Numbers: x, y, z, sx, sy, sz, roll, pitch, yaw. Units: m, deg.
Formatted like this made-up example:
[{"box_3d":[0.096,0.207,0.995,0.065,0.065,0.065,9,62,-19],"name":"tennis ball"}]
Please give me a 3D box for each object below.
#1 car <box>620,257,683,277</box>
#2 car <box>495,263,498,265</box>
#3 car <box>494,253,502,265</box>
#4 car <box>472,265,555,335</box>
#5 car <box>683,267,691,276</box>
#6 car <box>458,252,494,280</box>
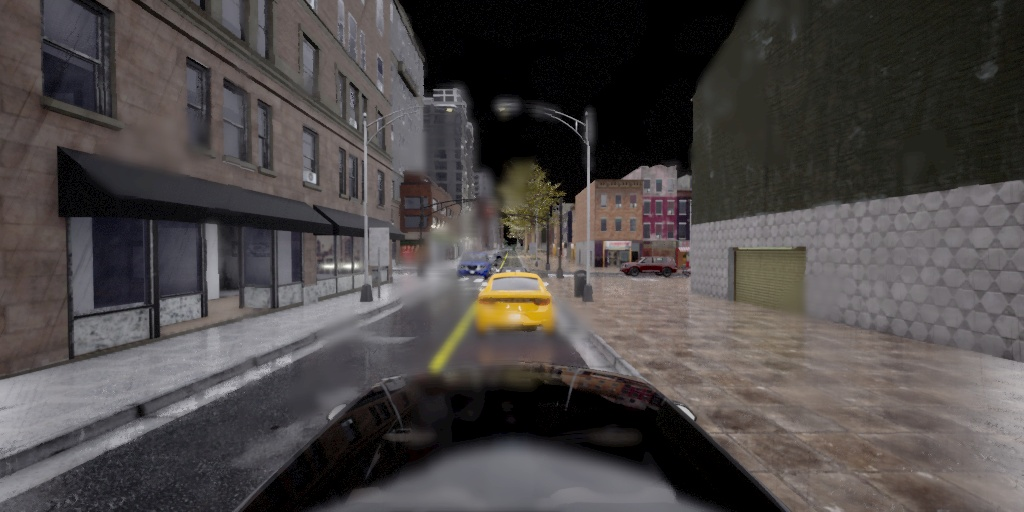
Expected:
[{"box_3d":[12.707,0.952,33.440,5.009,1.841,2.192,0,0,0],"name":"car"},{"box_3d":[0.071,1.250,19.909,1.895,1.301,4.718,0,1,0],"name":"car"},{"box_3d":[-2.843,0.595,46.687,2.128,1.511,4.902,0,2,0],"name":"car"},{"box_3d":[0.097,1.206,10.467,1.882,1.535,5.008,0,0,0],"name":"car"},{"box_3d":[18.109,1.296,33.449,4.207,1.307,1.802,0,0,0],"name":"car"},{"box_3d":[-2.825,0.743,28.301,2.150,2.045,5.566,0,1,0],"name":"car"}]
